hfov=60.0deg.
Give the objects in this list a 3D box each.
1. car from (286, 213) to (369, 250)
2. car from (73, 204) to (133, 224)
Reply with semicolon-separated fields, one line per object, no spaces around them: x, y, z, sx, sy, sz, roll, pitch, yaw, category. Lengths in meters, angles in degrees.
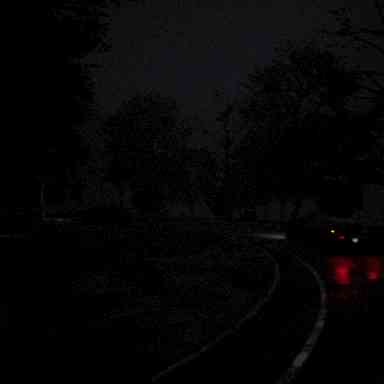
5.913;1.658;14.973;1.812;1.442;4.674;0;0;-8;car
-7.477;1.794;27.977;5.008;1.535;1.882;0;-1;12;car
